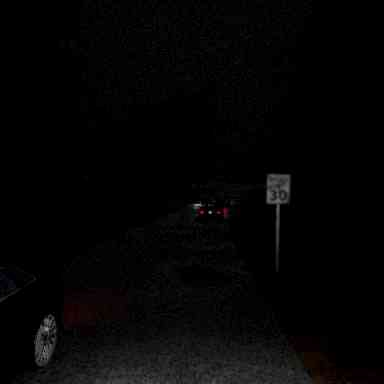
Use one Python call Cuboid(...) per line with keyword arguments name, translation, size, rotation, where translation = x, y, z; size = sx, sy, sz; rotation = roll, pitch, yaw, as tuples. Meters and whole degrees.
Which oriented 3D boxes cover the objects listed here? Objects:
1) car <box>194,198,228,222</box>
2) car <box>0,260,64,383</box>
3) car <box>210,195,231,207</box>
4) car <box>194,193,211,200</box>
Cuboid(name="car", translation=(1.503, 1.428, 25.216), size=(2.033, 1.411, 5.357), rotation=(0, 1, 6))
Cuboid(name="car", translation=(-2.763, 1.467, 2.821), size=(2.128, 1.511, 4.902), rotation=(0, 0, 1))
Cuboid(name="car", translation=(3.821, 1.078, 41.829), size=(1.895, 1.301, 4.718), rotation=(1, 2, 10))
Cuboid(name="car", translation=(1.578, 0.825, 46.017), size=(2.033, 1.411, 5.357), rotation=(2, 3, 10))
